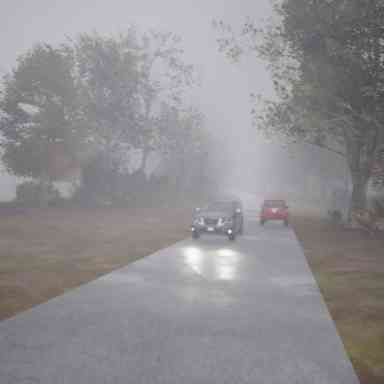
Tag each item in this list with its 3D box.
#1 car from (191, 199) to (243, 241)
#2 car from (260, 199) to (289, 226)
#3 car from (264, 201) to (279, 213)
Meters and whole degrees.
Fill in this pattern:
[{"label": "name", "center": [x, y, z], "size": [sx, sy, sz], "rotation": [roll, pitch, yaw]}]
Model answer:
[{"label": "car", "center": [1.574, 1.451, 18.510], "size": [2.150, 2.045, 5.566], "rotation": [2, 0, 15]}, {"label": "car", "center": [6.857, 1.614, 27.709], "size": [2.150, 2.045, 5.566], "rotation": [0, -1, 14]}, {"label": "car", "center": [10.679, 1.995, 44.852], "size": [1.895, 1.301, 4.718], "rotation": [1, 1, 12]}]
